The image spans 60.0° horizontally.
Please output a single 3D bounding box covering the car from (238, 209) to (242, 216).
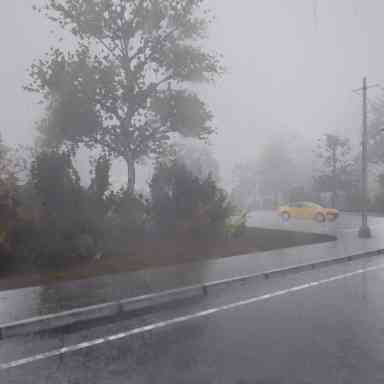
[{"bbox_3d":[2.976,1.584,34.329,2.097,1.767,4.553,0,-1,-43],"label":"car"}]

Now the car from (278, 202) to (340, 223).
[{"bbox_3d":[9.308,1.566,26.838,1.882,1.535,5.008,0,-1,-39],"label":"car"}]
